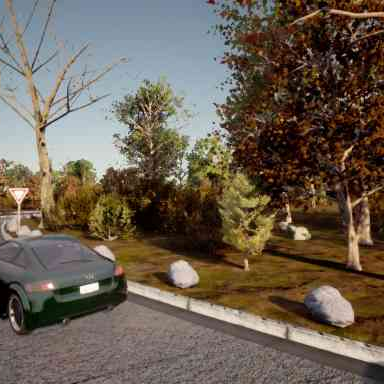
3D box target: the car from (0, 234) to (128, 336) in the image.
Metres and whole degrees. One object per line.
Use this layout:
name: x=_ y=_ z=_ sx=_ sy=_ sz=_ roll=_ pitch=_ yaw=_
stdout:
car: x=-3.193 y=1.581 z=6.870 sx=4.181 sy=1.385 sz=1.994 roll=0 pitch=0 yaw=42

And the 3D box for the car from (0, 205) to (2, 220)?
car: x=-19.136 y=1.758 z=30.650 sx=2.150 sy=2.045 sz=5.566 roll=-1 pitch=-1 yaw=-23
